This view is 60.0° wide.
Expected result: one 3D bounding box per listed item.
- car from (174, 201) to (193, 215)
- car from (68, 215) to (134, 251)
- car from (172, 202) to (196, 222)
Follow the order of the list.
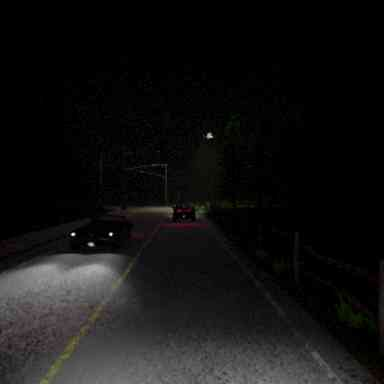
[{"bbox_3d":[-1.028,1.803,38.351,2.033,1.411,5.357,0,0,-2],"label":"car"},{"bbox_3d":[-3.864,1.706,14.828,1.895,1.301,4.718,0,0,-1],"label":"car"},{"bbox_3d":[-0.662,1.681,28.178,2.128,1.511,4.902,0,0,-1],"label":"car"}]
